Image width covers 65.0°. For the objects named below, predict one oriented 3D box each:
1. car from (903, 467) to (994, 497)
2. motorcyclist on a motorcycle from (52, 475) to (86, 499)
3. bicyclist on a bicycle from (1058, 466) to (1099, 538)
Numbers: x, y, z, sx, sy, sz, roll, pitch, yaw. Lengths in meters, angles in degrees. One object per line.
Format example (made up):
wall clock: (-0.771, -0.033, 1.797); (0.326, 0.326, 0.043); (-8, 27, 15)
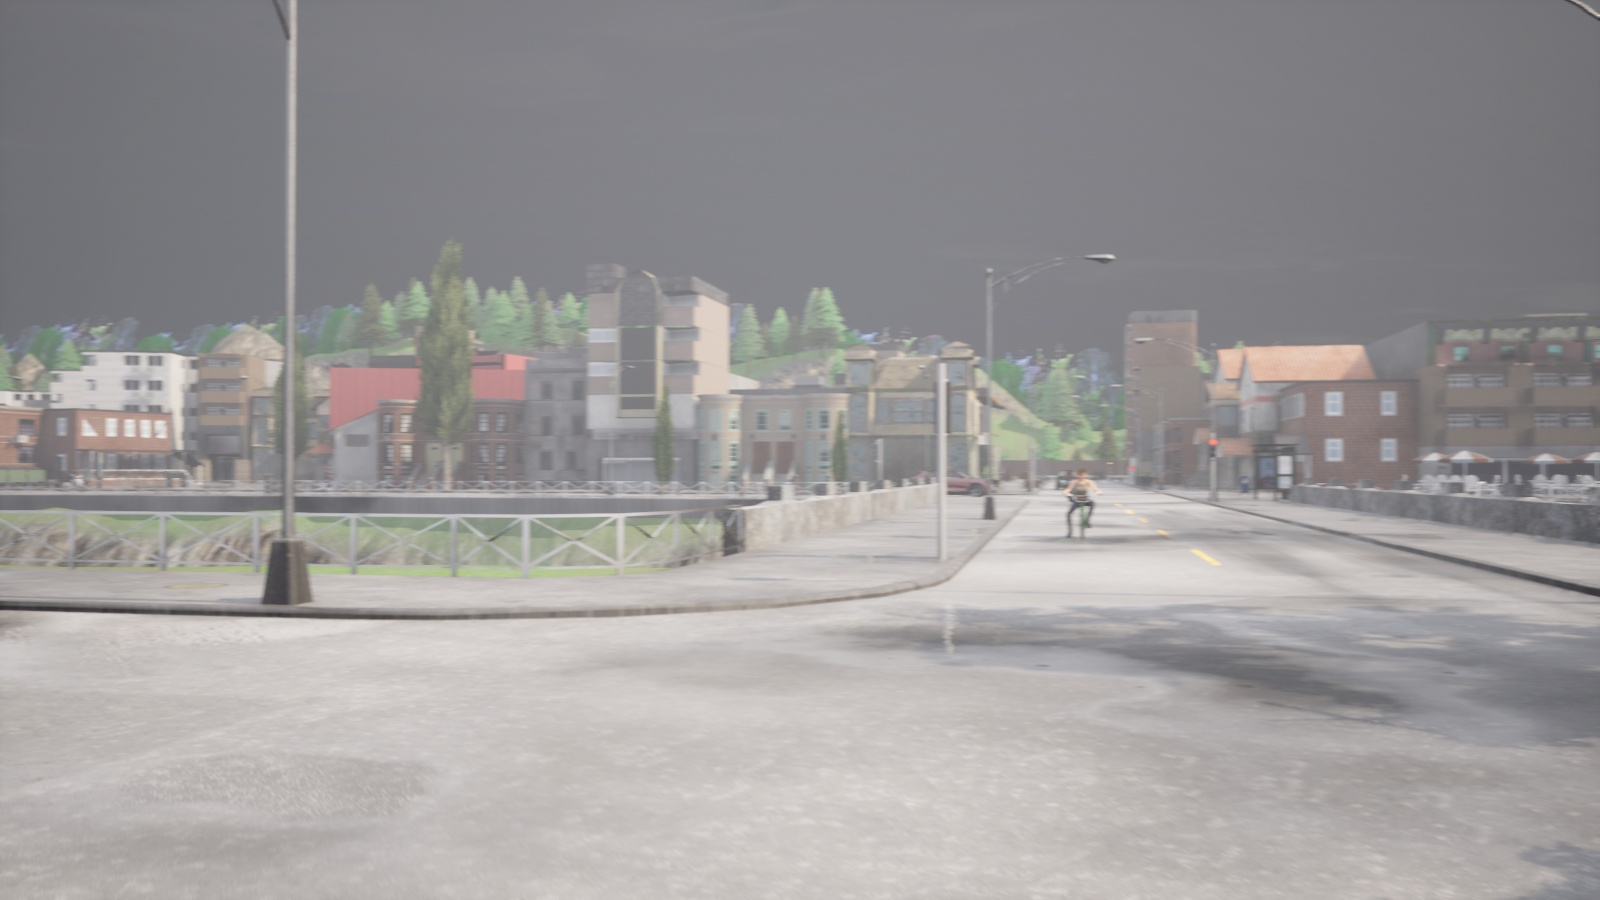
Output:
car: (8.400, 1.836, 71.147); (4.856, 1.649, 2.033); (-1, -1, 15)
motorcyclist on a motorcycle: (-48.253, 2.436, 82.927); (1.817, 1.590, 0.866); (-1, -1, 12)
bicyclist on a bicycle: (6.381, 1.173, 28.847); (0.866, 1.612, 1.509); (-1, -1, 12)
